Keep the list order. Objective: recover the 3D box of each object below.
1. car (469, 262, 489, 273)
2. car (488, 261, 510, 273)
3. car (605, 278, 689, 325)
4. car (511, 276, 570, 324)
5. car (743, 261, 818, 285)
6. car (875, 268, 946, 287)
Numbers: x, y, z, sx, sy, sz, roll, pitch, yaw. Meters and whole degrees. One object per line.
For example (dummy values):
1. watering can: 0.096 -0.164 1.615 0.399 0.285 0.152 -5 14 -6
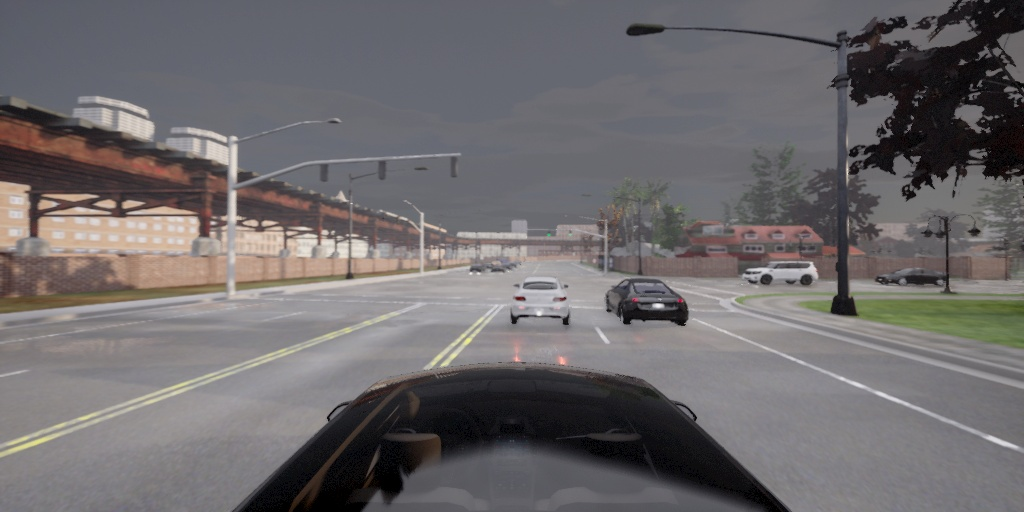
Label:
1. car: -5.388 1.861 57.199 2.033 1.411 5.357 0 0 6
2. car: -2.010 1.886 55.807 1.994 1.385 4.181 0 0 6
3. car: 4.544 1.480 12.645 1.994 1.385 4.181 0 -1 6
4. car: 1.011 1.423 12.595 1.812 1.442 4.674 0 -1 6
5. car: 23.532 1.485 31.525 5.566 2.045 2.150 0 -1 3
6. car: 34.209 1.815 30.759 4.892 1.490 1.837 0 -1 4
